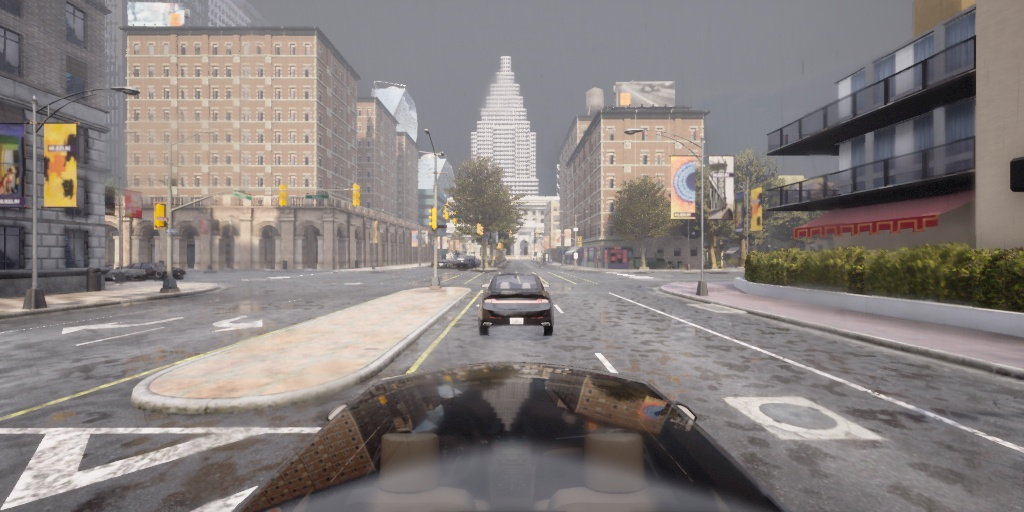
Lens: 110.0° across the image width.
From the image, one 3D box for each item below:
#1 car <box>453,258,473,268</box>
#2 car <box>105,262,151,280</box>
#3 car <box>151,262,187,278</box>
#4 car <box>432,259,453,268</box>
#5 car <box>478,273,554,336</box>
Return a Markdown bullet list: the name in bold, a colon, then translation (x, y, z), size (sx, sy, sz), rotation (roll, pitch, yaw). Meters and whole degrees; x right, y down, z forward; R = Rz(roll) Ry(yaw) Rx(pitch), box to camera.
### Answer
- **car**: translation (-8.010, 1.351, 59.125), size (1.895, 1.301, 4.718), rotation (0, 0, 0)
- **car**: translation (-33.818, 1.351, 30.066), size (4.718, 1.301, 1.895), rotation (0, 0, 0)
- **car**: translation (-33.841, 1.297, 33.564), size (5.357, 1.411, 2.033), rotation (0, 0, 0)
- **car**: translation (-11.499, 1.241, 60.573), size (2.128, 1.511, 4.902), rotation (0, 0, 0)
- **car**: translation (0.108, 1.242, 10.437), size (2.128, 1.511, 4.902), rotation (0, 0, 0)
